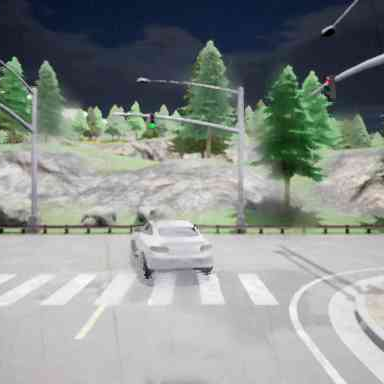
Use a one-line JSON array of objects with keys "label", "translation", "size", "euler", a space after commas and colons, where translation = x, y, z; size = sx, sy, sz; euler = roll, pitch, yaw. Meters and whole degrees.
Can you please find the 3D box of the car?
[{"label": "car", "translation": [-0.741, 1.543, 10.246], "size": [1.812, 1.442, 4.674], "euler": [0, 0, -15]}]
